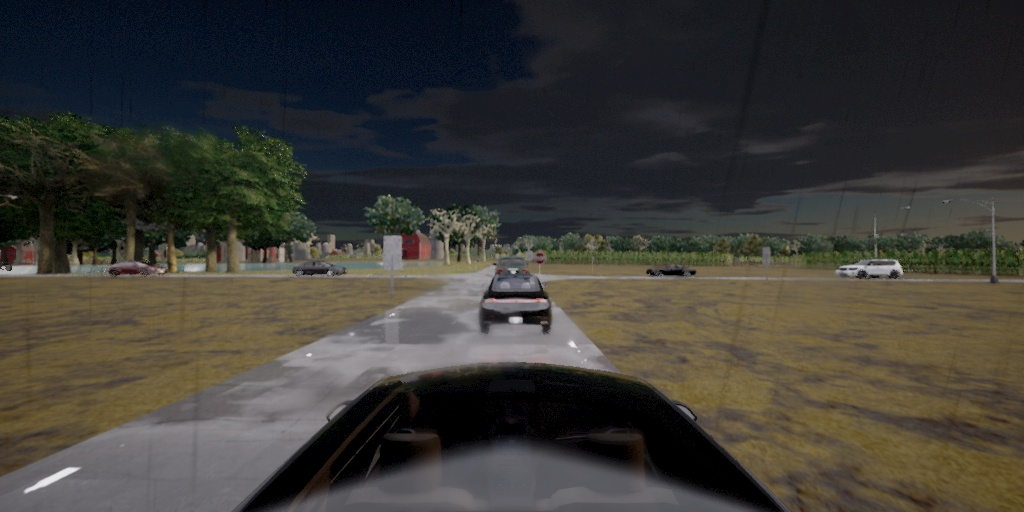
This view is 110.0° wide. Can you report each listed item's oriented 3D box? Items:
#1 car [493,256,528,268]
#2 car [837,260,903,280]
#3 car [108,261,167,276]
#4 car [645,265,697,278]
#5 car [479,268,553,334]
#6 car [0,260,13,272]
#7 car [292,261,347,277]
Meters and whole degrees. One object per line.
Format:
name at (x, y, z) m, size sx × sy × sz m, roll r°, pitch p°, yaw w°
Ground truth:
car at (-0.098, 1.047, 24.431) m, size 2.150 × 2.045 × 5.566 m, roll 0°, pitch 0°, yaw -3°
car at (37.537, 1.393, 37.678) m, size 5.566 × 2.045 × 2.150 m, roll 0°, pitch -1°, yaw 0°
car at (-36.268, 1.235, 34.762) m, size 4.674 × 1.442 × 1.812 m, roll 0°, pitch -1°, yaw 0°
car at (16.634, 1.597, 37.693) m, size 4.718 × 1.301 × 1.895 m, roll 0°, pitch -1°, yaw 0°
car at (0.102, 1.272, 10.687) m, size 2.128 × 1.511 × 4.902 m, roll 0°, pitch 0°, yaw 0°
car at (-51.812, 0.814, 34.864) m, size 5.008 × 1.535 × 1.882 m, roll 0°, pitch -1°, yaw 0°
car at (-18.576, 1.251, 34.748) m, size 4.892 × 1.490 × 1.837 m, roll 0°, pitch -1°, yaw 0°
